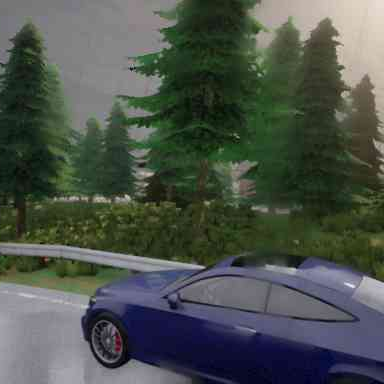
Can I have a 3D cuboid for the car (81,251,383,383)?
[{"bbox_3d":[0.726,1.499,4.117,4.674,1.442,1.812,1,1,31],"label":"car"}]
